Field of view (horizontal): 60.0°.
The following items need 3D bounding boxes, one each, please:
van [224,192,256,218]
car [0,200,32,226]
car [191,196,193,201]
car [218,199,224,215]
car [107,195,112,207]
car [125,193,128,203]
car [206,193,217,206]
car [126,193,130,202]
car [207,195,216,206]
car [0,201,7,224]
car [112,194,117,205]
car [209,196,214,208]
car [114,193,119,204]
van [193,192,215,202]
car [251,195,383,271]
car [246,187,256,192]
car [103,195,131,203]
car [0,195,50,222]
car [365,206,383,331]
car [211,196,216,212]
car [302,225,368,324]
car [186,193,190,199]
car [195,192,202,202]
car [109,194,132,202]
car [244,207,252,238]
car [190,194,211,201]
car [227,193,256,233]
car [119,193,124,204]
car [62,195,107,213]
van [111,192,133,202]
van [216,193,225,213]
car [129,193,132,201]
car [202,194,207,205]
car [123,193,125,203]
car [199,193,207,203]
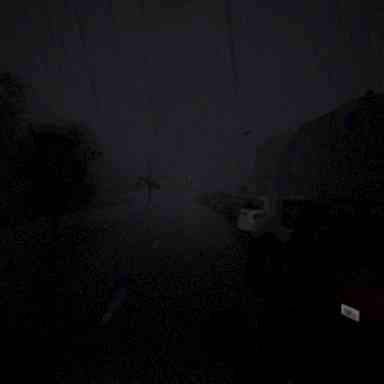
[{"bbox_3d":[4.607,1.213,21.006,4.442,1.987,1.878,1,0,-20],"label":"van"},{"bbox_3d":[-13.463,1.493,21.796,4.792,1.488,2.163,-1,0,-20],"label":"car"},{"bbox_3d":[3.035,1.333,69.311,4.892,1.521,2.231,1,0,-25],"label":"car"},{"bbox_3d":[4.729,1.464,24.076,4.792,1.488,2.163,1,0,-20],"label":"car"},{"bbox_3d":[-13.859,1.452,45.534,4.792,1.488,2.163,-1,0,-22],"label":"car"},{"bbox_3d":[-14.649,1.439,60.304,4.674,1.452,2.002,-1,0,-24],"label":"car"},{"bbox_3d":[4.520,1.275,39.139,4.553,1.767,2.185,1,0,-22],"label":"car"},{"bbox_3d":[-14.857,1.435,63.257,4.674,1.452,2.002,-1,0,-24],"label":"car"},{"bbox_3d":[4.587,1.409,36.120,4.892,1.521,2.231,1,0,-21],"label":"car"},{"bbox_3d":[-13.506,1.499,18.793,4.792,1.488,2.163,-1,0,-20],"label":"car"},{"bbox_3d":[-13.998,1.418,48.476,5.008,1.535,2.097,-1,0,-22],"label":"car"},{"bbox_3d":[4.650,1.415,33.102,5.008,1.535,2.097,1,0,-21],"label":"car"},{"bbox_3d":[-14.173,1.288,51.426,4.553,1.767,2.185,-1,0,-23],"label":"car"},{"bbox_3d":[2.677,1.099,72.269,4.442,1.987,1.878,1,0,-25],"label":"van"},{"bbox_3d":[4.763,1.213,9.042,5.566,2.045,2.435,1,0,-20],"label":"car"},{"bbox_3d":[16.710,-0.001,93.535,2.002,1.452,4.674,-7,4,-31],"label":"car"},{"bbox_3d":[-15.493,1.385,69.084,5.366,1.575,1.946,-1,0,-25],"label":"car"},{"bbox_3d":[-13.529,1.208,24.744,5.566,2.045,2.435,-1,0,-20],"label":"car"},{"bbox_3d":[4.726,1.225,3.001,5.566,2.045,2.435,1,0,-20],"label":"car"},{"bbox_3d":[4.841,1.421,30.159,5.366,1.575,1.946,1,0,-21],"label":"car"},{"bbox_3d":[4.715,1.500,6.009,4.792,1.488,2.163,1,0,-20],"label":"car"},{"bbox_3d":[2.055,1.307,78.255,5.366,1.575,1.946,1,0,-26],"label":"car"},{"bbox_3d":[3.990,1.114,54.222,5.566,2.045,2.435,1,0,-23],"label":"car"},{"bbox_3d":[-15.553,1.254,72.124,4.553,1.767,2.185,-1,0,-25],"label":"car"},{"bbox_3d":[4.733,1.458,12.032,5.008,1.535,2.097,1,0,-20],"label":"car"},{"bbox_3d":[2.103,1.341,81.316,4.792,1.488,2.163,1,0,-26],"label":"car"},{"bbox_3d":[4.752,1.202,15.051,5.566,2.045,2.435,1,0,-20],"label":"car"},{"bbox_3d":[-14.464,1.408,54.316,5.366,1.575,1.946,-1,0,-23],"label":"car"},{"bbox_3d":[-13.816,1.458,42.540,4.792,1.488,2.163,-1,0,-22],"label":"car"},{"bbox_3d":[-15.758,1.148,75.111,4.442,1.987,1.878,-1,0,-25],"label":"van"},{"bbox_3d":[4.584,1.201,27.031,4.442,1.987,1.878,1,0,-20],"label":"van"},{"bbox_3d":[-14.918,1.384,66.291,5.366,1.575,1.946,-1,0,-24],"label":"car"},{"bbox_3d":[4.379,1.387,45.185,5.008,1.535,2.097,1,0,-22],"label":"car"},{"bbox_3d":[-14.437,1.278,57.358,4.553,1.767,2.185,-1,0,-23],"label":"car"},{"bbox_3d":[4.160,1.373,51.219,5.008,1.535,2.097,1,0,-23],"label":"car"}]
